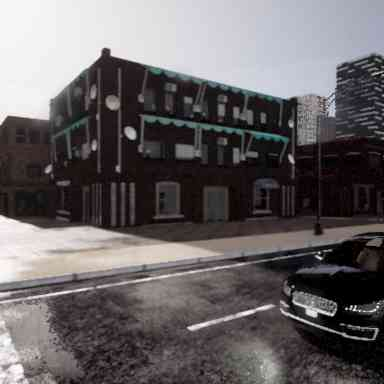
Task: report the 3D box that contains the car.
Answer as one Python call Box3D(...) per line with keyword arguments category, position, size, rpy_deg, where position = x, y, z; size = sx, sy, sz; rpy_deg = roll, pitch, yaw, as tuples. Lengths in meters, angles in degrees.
Box3D(category="car", position=(3.757, 1.576, 6.373), size=(4.892, 1.490, 1.837), rpy_deg=(1, 0, -36))
